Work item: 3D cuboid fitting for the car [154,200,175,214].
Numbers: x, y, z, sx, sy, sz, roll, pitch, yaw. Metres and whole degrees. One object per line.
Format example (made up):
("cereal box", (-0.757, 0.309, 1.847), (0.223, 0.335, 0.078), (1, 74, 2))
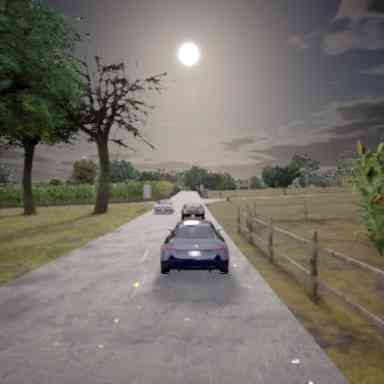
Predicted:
("car", (-2.845, 1.499, 34.616), (1.895, 1.301, 4.718), (0, 1, 0))

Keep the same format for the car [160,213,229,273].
("car", (0.084, 1.610, 10.872), (1.994, 1.385, 4.181), (0, 0, 0))

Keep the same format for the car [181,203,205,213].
("car", (0.090, 1.557, 28.166), (1.895, 1.301, 4.718), (0, 1, 0))
